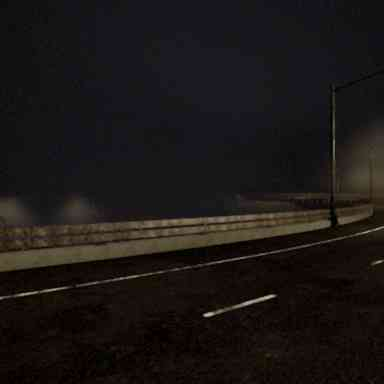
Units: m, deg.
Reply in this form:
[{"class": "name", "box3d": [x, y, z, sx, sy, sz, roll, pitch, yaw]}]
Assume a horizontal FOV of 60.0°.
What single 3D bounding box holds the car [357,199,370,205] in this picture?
[{"class": "car", "box3d": [39.857, 2.354, 77.546, 1.837, 1.490, 4.892, 0, -1, 8]}]
